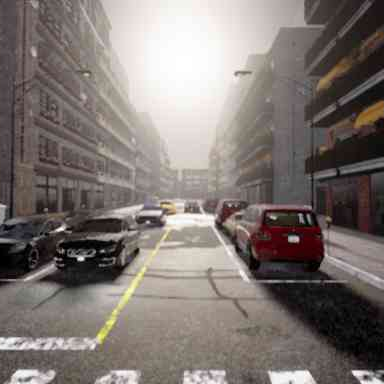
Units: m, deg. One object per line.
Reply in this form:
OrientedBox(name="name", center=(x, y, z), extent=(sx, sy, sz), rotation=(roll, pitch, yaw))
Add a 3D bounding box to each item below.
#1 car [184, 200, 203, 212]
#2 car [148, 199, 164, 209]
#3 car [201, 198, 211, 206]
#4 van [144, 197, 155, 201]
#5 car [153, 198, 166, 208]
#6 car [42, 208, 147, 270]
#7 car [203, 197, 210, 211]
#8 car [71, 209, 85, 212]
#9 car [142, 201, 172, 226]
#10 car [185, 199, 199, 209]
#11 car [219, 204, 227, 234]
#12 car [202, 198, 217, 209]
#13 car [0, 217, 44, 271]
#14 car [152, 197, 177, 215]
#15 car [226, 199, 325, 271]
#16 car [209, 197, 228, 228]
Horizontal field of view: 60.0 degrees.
OrientedBox(name="car", center=(-0.009, 1.782, 40.875), extent=(1.895, 1.301, 4.718), rotation=(0, 0, 0))
OrientedBox(name="car", center=(-5.316, 1.792, 49.731), extent=(2.008, 1.369, 4.403), rotation=(1, -1, 0))
OrientedBox(name="car", center=(2.732, 1.899, 65.362), extent=(1.801, 1.575, 5.366), rotation=(0, -1, 0))
OrientedBox(name="van", center=(-5.308, 1.527, 44.168), extent=(1.690, 1.788, 3.998), rotation=(1, 0, 0))
OrientedBox(name="car", center=(-5.317, 1.822, 55.123), extent=(1.752, 1.417, 4.829), rotation=(1, -1, 0))
OrientedBox(name="car", center=(-2.847, 1.469, 10.960), extent=(1.837, 1.490, 4.892), rotation=(0, 0, 0))
OrientedBox(name="car", center=(2.571, 1.538, 44.206), extent=(2.192, 1.841, 5.009), rotation=(1, -1, 0))
OrientedBox(name="car", center=(-5.301, 1.548, 16.360), extent=(1.947, 1.339, 4.313), rotation=(1, 0, 0))
OrientedBox(name="car", center=(-2.848, 1.587, 24.144), extent=(2.033, 1.411, 5.357), rotation=(0, 0, 0))
OrientedBox(name="car", center=(-0.012, 1.842, 50.913), extent=(1.994, 1.385, 4.181), rotation=(0, -1, 0))
OrientedBox(name="car", center=(2.579, 1.545, 16.577), extent=(1.752, 1.417, 4.829), rotation=(1, 0, 0))
OrientedBox(name="car", center=(2.566, 1.718, 49.769), extent=(1.967, 1.590, 4.097), rotation=(1, -1, 0))
OrientedBox(name="car", center=(-5.299, 1.518, 10.799), extent=(1.947, 1.339, 4.313), rotation=(1, 0, 0))
OrientedBox(name="car", center=(-2.830, 1.603, 35.798), extent=(1.882, 1.535, 5.008), rotation=(0, 0, 1))
OrientedBox(name="car", center=(2.586, 1.304, 10.848), extent=(2.192, 1.841, 5.009), rotation=(1, 0, 0))
OrientedBox(name="car", center=(2.581, 1.366, 21.973), extent=(2.192, 1.841, 5.009), rotation=(1, 0, 0))
